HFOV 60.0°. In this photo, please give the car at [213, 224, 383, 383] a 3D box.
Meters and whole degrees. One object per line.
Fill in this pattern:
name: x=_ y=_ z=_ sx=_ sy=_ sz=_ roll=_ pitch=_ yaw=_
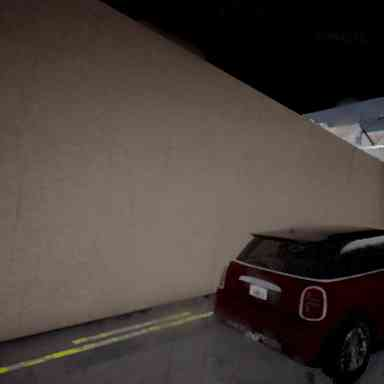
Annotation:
car: x=2.614 y=1.344 z=5.637 sx=4.553 sy=1.767 sz=2.097 roll=0 pitch=0 yaw=-35
